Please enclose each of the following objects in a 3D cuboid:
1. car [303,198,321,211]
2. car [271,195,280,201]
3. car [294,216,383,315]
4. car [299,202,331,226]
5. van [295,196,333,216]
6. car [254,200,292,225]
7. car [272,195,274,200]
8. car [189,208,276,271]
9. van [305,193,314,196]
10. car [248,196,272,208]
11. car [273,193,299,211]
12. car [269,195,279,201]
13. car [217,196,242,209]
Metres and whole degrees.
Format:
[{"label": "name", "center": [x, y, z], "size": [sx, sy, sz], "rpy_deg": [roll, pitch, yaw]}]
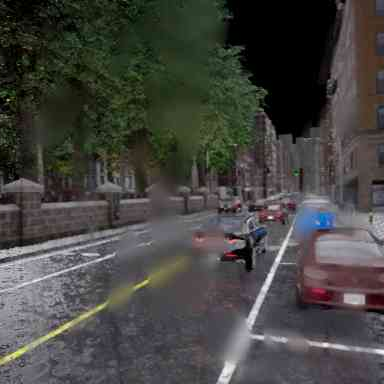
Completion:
[{"label": "car", "center": [14.237, 1.479, 39.545], "size": [1.947, 1.339, 4.313], "rpy_deg": [-1, 0, 19]}, {"label": "car", "center": [22.338, 1.521, 88.507], "size": [1.887, 1.381, 4.507], "rpy_deg": [-1, 0, 19]}, {"label": "car", "center": [3.287, 1.500, 7.365], "size": [1.812, 1.442, 4.674], "rpy_deg": [-1, 0, 19]}, {"label": "car", "center": [8.628, 1.496, 23.517], "size": [1.887, 1.381, 4.507], "rpy_deg": [-1, 0, 19]}, {"label": "van", "center": [6.754, 1.304, 18.175], "size": [1.690, 1.788, 3.998], "rpy_deg": [-2, 0, 19]}, {"label": "car", "center": [6.027, 1.540, 24.425], "size": [1.812, 1.442, 4.674], "rpy_deg": [-1, 0, 20]}, {"label": "car", "center": [18.681, 1.528, 78.057], "size": [1.752, 1.417, 4.829], "rpy_deg": [-1, 0, 19]}, {"label": "car", "center": [1.398, 1.532, 11.200], "size": [2.128, 1.511, 4.902], "rpy_deg": [-1, 0, 19]}, {"label": "van", "center": [12.362, 1.268, 34.204], "size": [1.690, 1.788, 3.998], "rpy_deg": [-1, 0, 19]}, {"label": "car", "center": [7.779, 1.532, 39.014], "size": [1.882, 1.535, 5.008], "rpy_deg": [-1, -1, 20]}, {"label": "car", "center": [11.406, 1.331, 40.109], "size": [2.097, 1.767, 4.553], "rpy_deg": [-1, 0, 19]}, {"label": "car", "center": [20.538, 1.540, 83.362], "size": [2.008, 1.369, 4.403], "rpy_deg": [-1, 0, 19]}, {"label": "car", "center": [4.304, 1.436, 36.981], "size": [2.192, 1.841, 5.009], "rpy_deg": [-1, 0, 19]}]
